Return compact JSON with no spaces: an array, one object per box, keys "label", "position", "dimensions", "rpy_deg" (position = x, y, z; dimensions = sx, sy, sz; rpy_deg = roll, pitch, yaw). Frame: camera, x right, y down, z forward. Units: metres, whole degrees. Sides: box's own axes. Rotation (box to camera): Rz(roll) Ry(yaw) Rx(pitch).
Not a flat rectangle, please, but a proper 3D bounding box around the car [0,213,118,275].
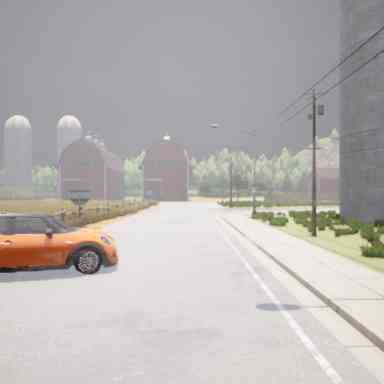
[{"label":"car","position":[-4.477,1.386,9.592],"dimensions":[4.553,1.767,2.097],"rpy_deg":[0,-1,-17]}]
